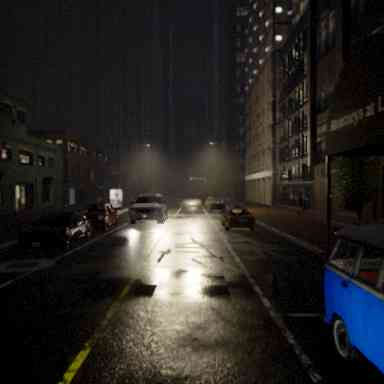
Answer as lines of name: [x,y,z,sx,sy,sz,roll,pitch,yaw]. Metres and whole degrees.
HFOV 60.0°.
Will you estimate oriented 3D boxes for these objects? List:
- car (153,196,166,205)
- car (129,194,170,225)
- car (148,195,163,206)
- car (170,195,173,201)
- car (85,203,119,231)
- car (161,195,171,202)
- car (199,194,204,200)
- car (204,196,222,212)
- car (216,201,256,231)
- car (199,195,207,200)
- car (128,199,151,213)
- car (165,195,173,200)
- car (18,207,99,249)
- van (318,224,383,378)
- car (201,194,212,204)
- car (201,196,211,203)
car: [-5.705,1.460,58.514,1.802,1.307,4.206,0,0,0]
car: [-3.005,1.169,23.854,2.150,2.045,5.566,0,0,0]
car: [-5.705,1.328,52.989,1.967,1.590,4.097,0,0,0]
car: [-5.708,1.297,69.562,1.967,1.590,4.097,0,0,0]
car: [-5.698,1.396,19.844,1.967,1.590,4.097,0,0,0]
car: [-5.768,1.413,75.085,1.947,1.339,4.313,0,0,0]
car: [2.673,1.192,58.519,2.192,1.841,5.009,0,0,0]
car: [2.679,1.471,36.422,2.008,1.369,4.403,0,0,0]
car: [2.682,1.481,20.019,1.752,1.417,4.829,0,0,0]
car: [2.799,1.408,86.140,1.802,1.307,4.206,0,0,0]
car: [-5.701,1.503,36.417,1.802,1.307,4.206,0,0,0]
car: [-5.840,1.374,84.762,1.887,1.381,4.507,0,0,0]
car: [-5.696,1.534,14.320,1.947,1.339,4.313,0,0,0]
van: [2.684,1.333,3.276,1.690,1.788,3.998,0,0,0]
car: [2.677,1.423,47.640,1.752,1.417,4.829,0,0,0]
car: [2.674,1.412,64.043,1.887,1.381,4.507,0,0,0]
